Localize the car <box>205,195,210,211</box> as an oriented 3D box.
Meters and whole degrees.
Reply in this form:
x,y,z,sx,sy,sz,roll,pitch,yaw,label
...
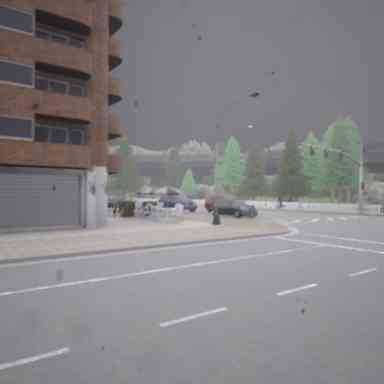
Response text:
x,y,z,sx,sy,sz,roll,pitch,yaw,label
3.701,1.313,36.994,2.150,2.045,5.566,0,0,-36,car

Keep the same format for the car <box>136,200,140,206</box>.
x,y,z,sx,sy,sz,roll,pitch,yaw,label
-10.147,1.427,51.074,4.553,1.767,2.097,0,0,27,car

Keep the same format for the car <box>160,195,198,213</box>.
x,y,z,sx,sy,sz,roll,pitch,yaw,label
-1.674,1.292,38.423,2.150,2.045,5.566,0,0,-37,car

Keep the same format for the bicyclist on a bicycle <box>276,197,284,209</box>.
x,y,z,sx,sy,sz,roll,pitch,yaw,label
11.790,1.458,44.612,1.656,1.620,0.582,0,0,-36,bicyclist on a bicycle

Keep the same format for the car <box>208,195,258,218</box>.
x,y,z,sx,sy,sz,roll,pitch,yaw,label
3.933,1.423,30.654,2.097,1.767,4.553,0,0,-36,car

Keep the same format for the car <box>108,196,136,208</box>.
x,y,z,sx,sy,sz,roll,pitch,yaw,label
-10.624,1.623,47.373,4.181,1.385,1.994,0,0,31,car

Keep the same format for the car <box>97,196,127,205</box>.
x,y,z,sx,sy,sz,roll,pitch,yaw,label
-14.552,1.578,60.282,4.902,1.511,2.128,0,0,15,car
